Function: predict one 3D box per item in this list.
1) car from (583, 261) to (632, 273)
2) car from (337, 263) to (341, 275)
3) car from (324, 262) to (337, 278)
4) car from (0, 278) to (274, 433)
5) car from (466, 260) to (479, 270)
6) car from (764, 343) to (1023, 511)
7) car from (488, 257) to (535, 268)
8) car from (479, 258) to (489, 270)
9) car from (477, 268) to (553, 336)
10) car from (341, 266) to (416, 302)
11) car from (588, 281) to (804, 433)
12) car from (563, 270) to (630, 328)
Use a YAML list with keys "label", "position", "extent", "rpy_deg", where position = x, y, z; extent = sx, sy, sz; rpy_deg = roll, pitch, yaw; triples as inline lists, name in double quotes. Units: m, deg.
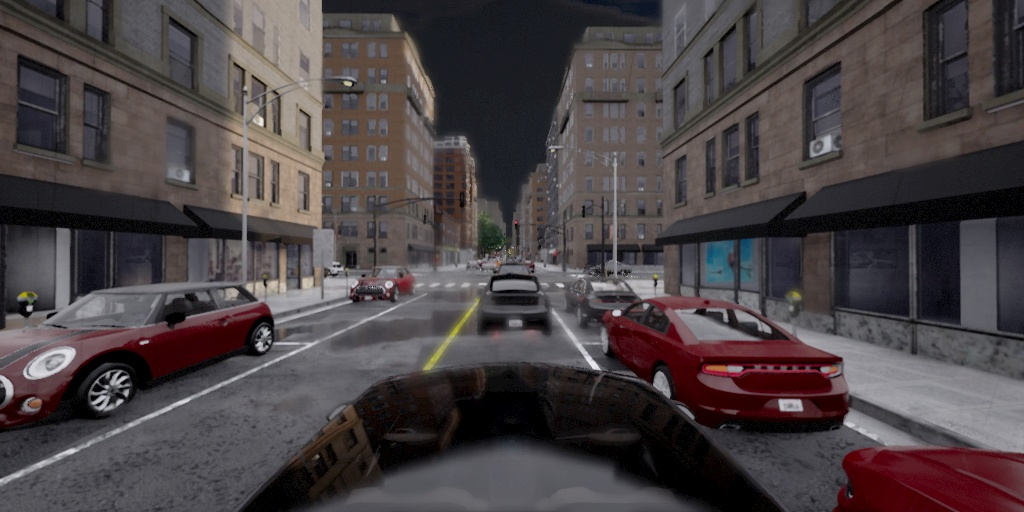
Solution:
- label: "car"
  position: [9.553, 1.308, 36.082]
  extent: [4.902, 1.511, 2.128]
  rpy_deg: [0, 0, -3]
- label: "car"
  position: [-18.424, 0.893, 32.639]
  extent: [5.566, 2.045, 2.150]
  rpy_deg: [0, 0, -1]
- label: "car"
  position: [-17.527, 1.126, 29.398]
  extent: [5.008, 1.535, 1.882]
  rpy_deg: [0, 0, -2]
- label: "car"
  position: [-5.859, 1.190, 5.655]
  extent: [1.967, 1.591, 4.097]
  rpy_deg: [0, 0, 0]
- label: "car"
  position: [-6.009, 1.343, 55.002]
  extent: [2.007, 1.370, 4.403]
  rpy_deg: [0, 0, -1]
- label: "car"
  position: [2.671, 1.295, 0.173]
  extent: [1.888, 1.381, 4.507]
  rpy_deg: [0, 0, 0]
- label: "car"
  position: [0.090, 1.107, 17.990]
  extent: [2.097, 1.767, 4.553]
  rpy_deg: [0, 0, 0]
- label: "car"
  position: [-3.217, 1.388, 51.022]
  extent: [1.895, 1.301, 4.718]
  rpy_deg: [0, 0, 0]
- label: "car"
  position: [0.043, 1.257, 10.399]
  extent: [1.837, 1.490, 4.892]
  rpy_deg: [0, 0, -1]
- label: "car"
  position: [-5.863, 1.194, 16.641]
  extent: [1.967, 1.591, 4.097]
  rpy_deg: [0, 0, 0]
- label: "car"
  position: [2.668, 1.296, 5.665]
  extent: [1.888, 1.381, 4.507]
  rpy_deg: [0, 0, 0]
- label: "car"
  position: [2.666, 1.303, 11.156]
  extent: [2.007, 1.370, 4.403]
  rpy_deg: [0, 0, 0]
